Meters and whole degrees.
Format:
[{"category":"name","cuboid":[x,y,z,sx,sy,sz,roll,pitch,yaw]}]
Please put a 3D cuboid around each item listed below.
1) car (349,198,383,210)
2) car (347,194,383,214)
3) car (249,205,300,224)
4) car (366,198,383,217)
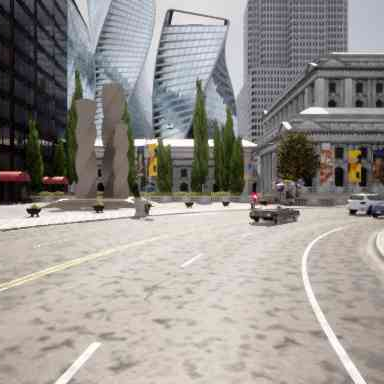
[{"category":"car","cuboid":[23.392,1.547,43.075,5.357,1.411,2.033,0,0,-14]},{"category":"car","cuboid":[18.155,1.220,33.554,5.566,2.045,2.150,0,0,-27]},{"category":"car","cuboid":[6.259,1.600,24.734,1.895,1.301,4.718,0,0,41]},{"category":"car","cuboid":[17.862,1.525,29.435,4.674,1.442,1.812,0,0,-30]}]
